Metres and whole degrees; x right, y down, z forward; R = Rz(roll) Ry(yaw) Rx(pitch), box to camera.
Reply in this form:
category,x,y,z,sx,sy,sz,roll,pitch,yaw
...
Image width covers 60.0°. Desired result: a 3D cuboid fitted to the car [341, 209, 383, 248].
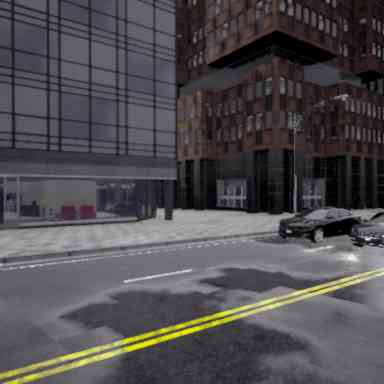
category,x,y,z,sx,sy,sz,roll,pitch,yaw
car,8.487,1.504,13.729,4.892,1.490,1.837,0,0,-35

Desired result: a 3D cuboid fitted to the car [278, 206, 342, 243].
category,x,y,z,sx,sy,sz,roll,pitch,yaw
car,6.308,1.476,16.166,5.008,1.535,1.882,0,0,-35
